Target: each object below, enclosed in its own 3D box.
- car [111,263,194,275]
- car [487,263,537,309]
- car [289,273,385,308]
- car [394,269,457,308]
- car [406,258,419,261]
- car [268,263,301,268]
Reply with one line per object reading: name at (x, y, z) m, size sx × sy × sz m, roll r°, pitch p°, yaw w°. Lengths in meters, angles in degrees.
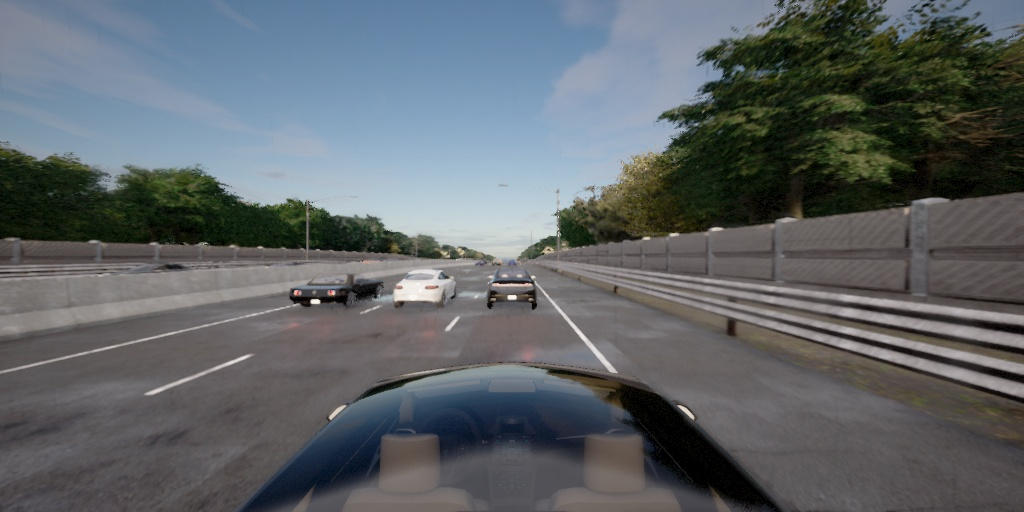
car at (-24.551, 1.240, 24.684) m, size 1.837 × 1.490 × 4.892 m, roll 0°, pitch -1°, yaw 0°
car at (0.005, 1.240, 14.980) m, size 2.128 × 1.511 × 4.902 m, roll 0°, pitch 0°, yaw 0°
car at (-6.996, 1.346, 14.998) m, size 1.895 × 1.301 × 4.718 m, roll 0°, pitch 0°, yaw 0°
car at (-3.496, 1.273, 14.973) m, size 1.812 × 1.442 × 4.674 m, roll 0°, pitch 0°, yaw 0°
car at (-17.495, 1.163, 62.927) m, size 2.097 × 1.767 × 4.553 m, roll 0°, pitch -1°, yaw 0°
car at (-17.526, 1.283, 27.590) m, size 2.033 × 1.411 × 5.357 m, roll 0°, pitch 0°, yaw 1°
